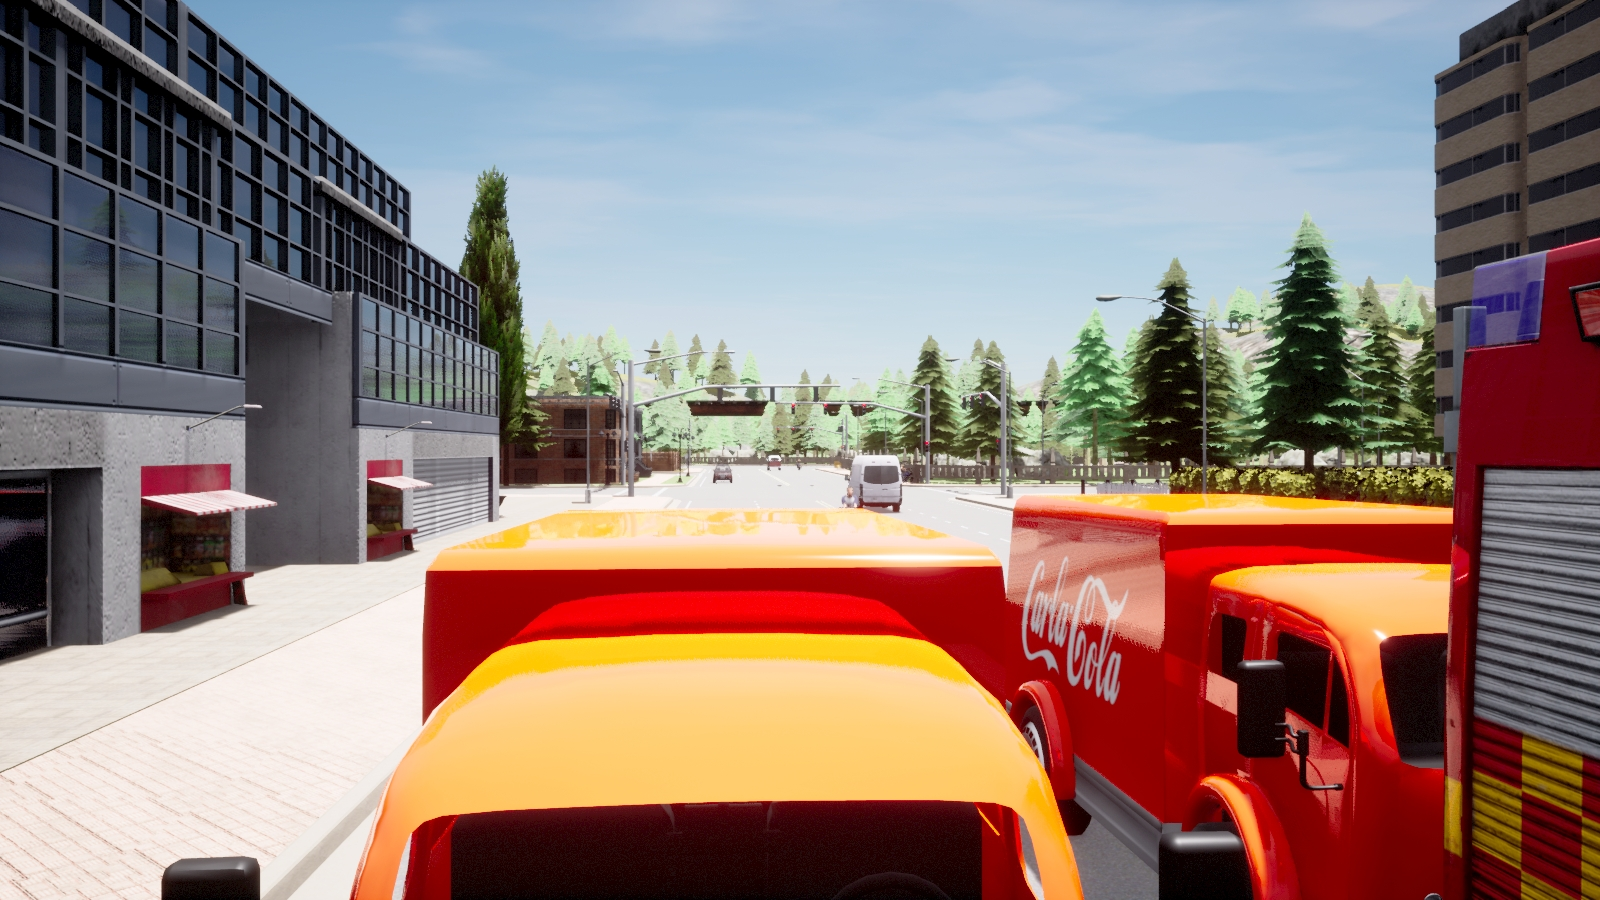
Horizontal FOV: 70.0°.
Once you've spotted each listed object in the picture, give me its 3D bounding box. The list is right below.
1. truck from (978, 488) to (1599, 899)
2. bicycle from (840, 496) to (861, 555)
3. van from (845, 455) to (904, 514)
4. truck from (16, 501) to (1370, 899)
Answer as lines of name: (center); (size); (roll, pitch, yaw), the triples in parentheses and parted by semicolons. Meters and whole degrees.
truck: (3.003, 1.568, 7.234); (2.627, 2.467, 5.204); (0, 0, -4)
bicycle: (1.380, 2.056, 31.351); (0.373, 1.496, 1.643); (0, 0, -4)
van: (3.411, 1.534, 53.444); (1.988, 2.561, 5.915); (0, 0, -4)
truck: (-0.347, 1.568, 4.821); (2.627, 2.467, 5.204); (0, 0, -4)
